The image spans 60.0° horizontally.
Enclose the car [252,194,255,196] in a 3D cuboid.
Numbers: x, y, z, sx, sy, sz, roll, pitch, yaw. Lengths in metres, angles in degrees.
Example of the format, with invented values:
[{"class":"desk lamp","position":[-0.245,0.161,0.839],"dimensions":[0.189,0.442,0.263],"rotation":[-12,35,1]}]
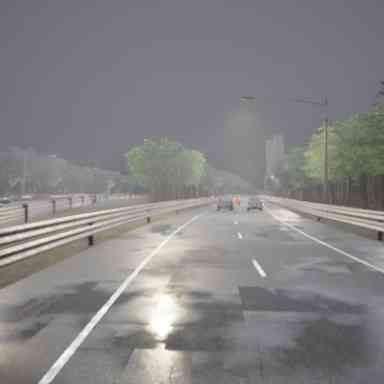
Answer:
[{"class":"car","position":[11.449,1.556,61.986],"dimensions":[1.837,1.490,4.892],"rotation":[0,0,10]}]

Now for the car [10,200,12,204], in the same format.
[{"class":"car","position":[-29.619,1.410,51.087],"dimensions":[2.033,1.411,5.357],"rotation":[0,0,-8]}]

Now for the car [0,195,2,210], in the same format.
[{"class":"car","position":[-23.708,1.243,38.106],"dimensions":[2.097,1.767,4.553],"rotation":[0,0,-11]}]

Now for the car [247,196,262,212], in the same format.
[{"class":"car","position":[7.513,1.567,39.969],"dimensions":[2.033,1.411,5.357],"rotation":[0,0,10]}]

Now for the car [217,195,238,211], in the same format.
[{"class":"car","position":[4.151,1.505,40.992],"dimensions":[2.128,1.511,4.902],"rotation":[0,0,10]}]

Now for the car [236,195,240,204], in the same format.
[{"class":"car","position":[8.000,1.397,62.562],"dimensions":[2.097,1.767,4.553],"rotation":[0,0,10]}]

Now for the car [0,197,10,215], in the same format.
[{"class":"car","position":[-18.680,1.424,30.347],"dimensions":[1.837,1.490,4.892],"rotation":[0,0,-12]}]
